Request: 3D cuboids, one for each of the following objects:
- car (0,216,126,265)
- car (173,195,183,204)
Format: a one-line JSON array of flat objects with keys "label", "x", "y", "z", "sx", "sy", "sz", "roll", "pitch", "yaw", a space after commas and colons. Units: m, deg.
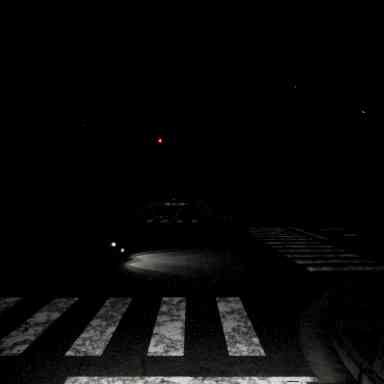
[{"label": "car", "x": -4.968, "y": 1.512, "z": 10.997, "sx": 5.357, "sy": 1.411, "sz": 2.033, "roll": 1, "pitch": -1, "yaw": 0}, {"label": "car", "x": -2.896, "y": 1.498, "z": 69.348, "sx": 2.097, "sy": 1.767, "sz": 4.553, "roll": 0, "pitch": 0, "yaw": 0}]
